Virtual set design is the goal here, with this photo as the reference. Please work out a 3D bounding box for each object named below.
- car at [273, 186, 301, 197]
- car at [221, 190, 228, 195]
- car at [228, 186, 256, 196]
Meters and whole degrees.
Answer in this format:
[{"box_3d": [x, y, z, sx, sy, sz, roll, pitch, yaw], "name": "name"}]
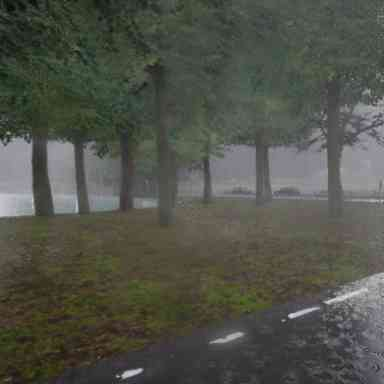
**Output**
[{"box_3d": [18.314, -0.079, 64.086, 2.150, 2.045, 5.566, -2, 2, -36], "name": "car"}, {"box_3d": [9.075, -0.028, 76.899, 2.033, 1.411, 5.357, -2, 2, -36], "name": "car"}, {"box_3d": [10.778, -0.239, 69.825, 2.150, 2.045, 5.566, -2, 2, -36], "name": "car"}]
